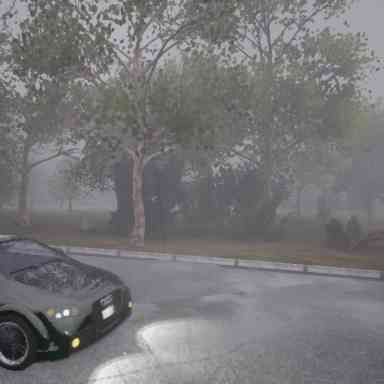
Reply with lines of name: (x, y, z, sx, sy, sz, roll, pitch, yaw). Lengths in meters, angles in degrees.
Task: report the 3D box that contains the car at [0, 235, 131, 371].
car: (-3.100, 1.444, 5.341, 4.181, 1.385, 1.994, 3, 1, 17)
